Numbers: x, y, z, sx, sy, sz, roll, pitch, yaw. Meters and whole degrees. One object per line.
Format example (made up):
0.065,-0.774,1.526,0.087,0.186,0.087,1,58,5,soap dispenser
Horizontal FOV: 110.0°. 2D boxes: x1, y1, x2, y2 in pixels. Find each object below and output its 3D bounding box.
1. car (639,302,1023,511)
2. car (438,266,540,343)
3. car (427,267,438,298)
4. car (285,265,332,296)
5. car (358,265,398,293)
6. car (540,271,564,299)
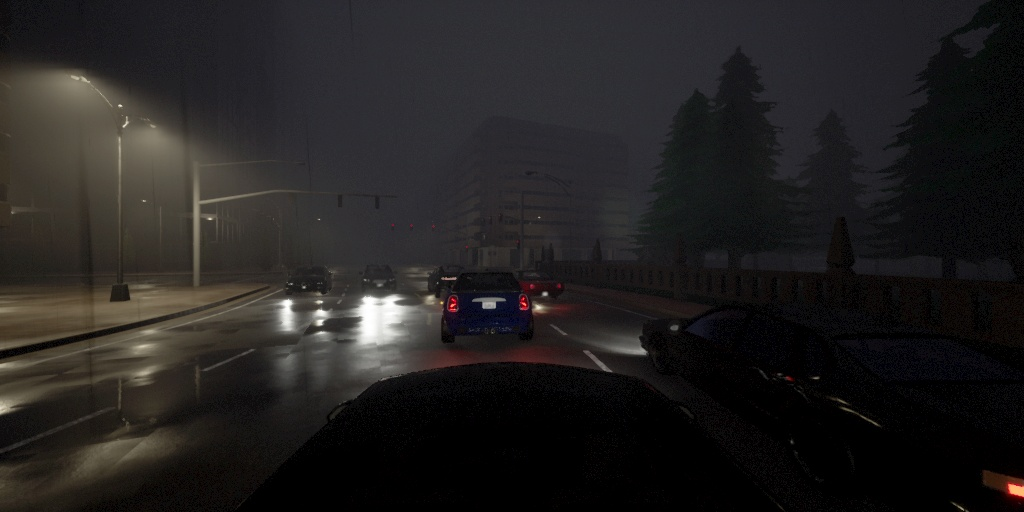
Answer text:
3.417,1.298,4.422,2.033,1.411,5.357,0,0,-2,car
-0.807,1.102,9.972,2.097,1.767,4.553,0,0,-8,car
-3.262,1.241,18.628,2.128,1.511,4.902,0,0,-19,car
-11.161,1.291,19.885,1.837,1.490,4.892,0,0,-23,car
-7.929,1.281,21.227,2.128,1.511,4.902,0,0,-23,car
0.752,1.350,17.722,1.895,1.301,4.718,0,0,-18,car
